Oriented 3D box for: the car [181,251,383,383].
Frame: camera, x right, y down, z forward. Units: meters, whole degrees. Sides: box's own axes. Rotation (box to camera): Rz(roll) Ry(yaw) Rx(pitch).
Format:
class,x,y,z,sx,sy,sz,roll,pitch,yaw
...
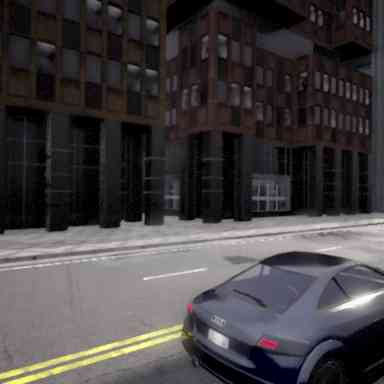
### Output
class,x,y,z,sx,sy,sz,roll,pitch,yaw
car,1.922,1.588,4.813,4.181,1.385,1.994,0,0,-35
